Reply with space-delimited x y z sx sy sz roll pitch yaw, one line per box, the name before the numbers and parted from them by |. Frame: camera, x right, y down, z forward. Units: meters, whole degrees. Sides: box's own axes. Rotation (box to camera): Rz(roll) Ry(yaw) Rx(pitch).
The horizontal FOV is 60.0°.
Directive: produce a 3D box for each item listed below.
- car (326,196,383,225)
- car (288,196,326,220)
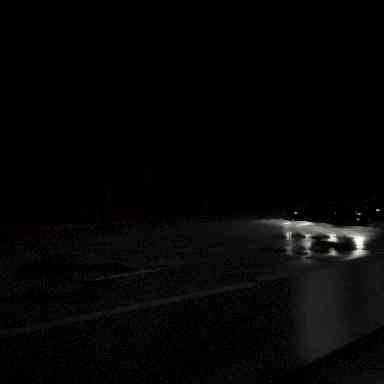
car | 10.550 1.022 20.093 5.008 1.535 1.882 -2 1 -35
car | 8.716 1.041 23.084 4.892 1.490 1.837 -3 1 -35
